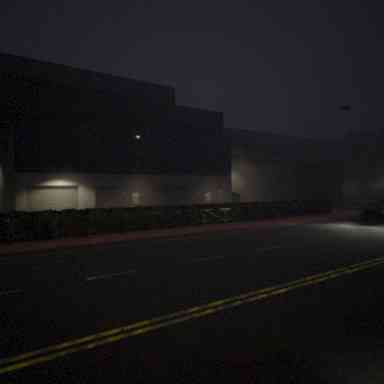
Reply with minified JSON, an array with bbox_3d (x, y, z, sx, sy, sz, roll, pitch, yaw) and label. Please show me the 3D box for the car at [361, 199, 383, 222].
[{"bbox_3d":[12.987,1.144,21.751,5.008,1.535,1.882,-1,1,-36],"label":"car"}]
